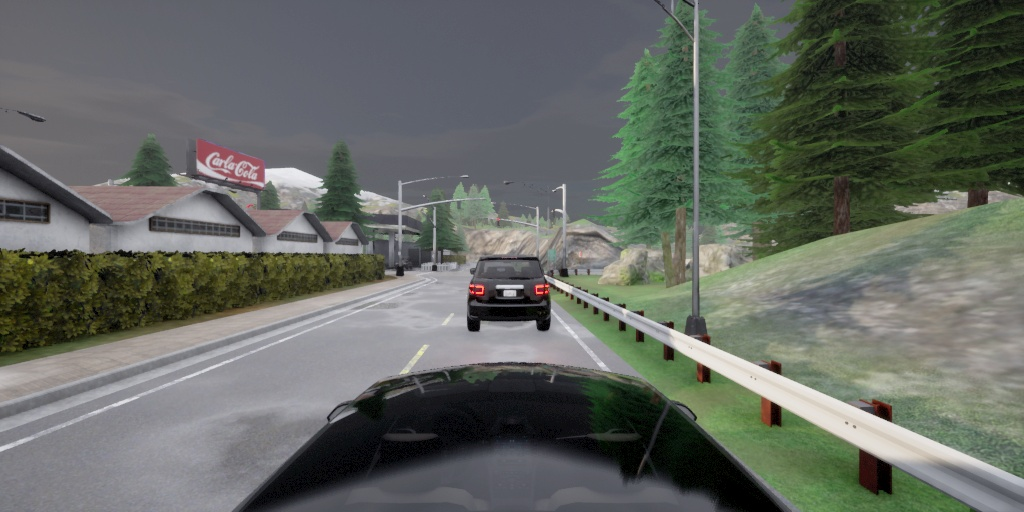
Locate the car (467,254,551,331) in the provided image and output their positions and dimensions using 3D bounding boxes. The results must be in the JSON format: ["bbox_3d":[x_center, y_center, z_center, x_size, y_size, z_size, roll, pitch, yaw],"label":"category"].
[{"bbox_3d":[-0.141,0.966,11.080,2.150,2.045,5.566,0,0,-2],"label":"car"}]
